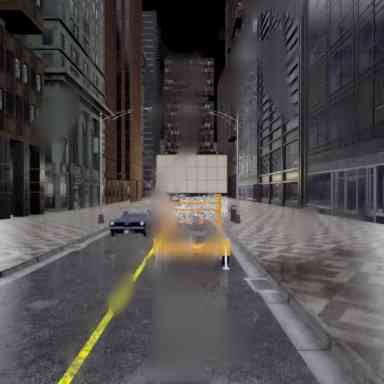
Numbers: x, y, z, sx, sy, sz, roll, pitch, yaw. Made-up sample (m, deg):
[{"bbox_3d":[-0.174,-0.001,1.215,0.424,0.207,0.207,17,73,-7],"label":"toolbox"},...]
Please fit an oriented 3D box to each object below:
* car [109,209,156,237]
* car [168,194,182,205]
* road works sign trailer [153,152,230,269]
[{"bbox_3d":[-3.119,1.600,18.148,1.895,1.301,4.718,0,0,0],"label":"car"},{"bbox_3d":[-3.146,1.527,58.932,1.812,1.442,4.674,0,0,0],"label":"car"},{"bbox_3d":[-0.007,0.464,11.069,2.380,3.560,2.880,0,0,0],"label":"road works sign trailer"}]
